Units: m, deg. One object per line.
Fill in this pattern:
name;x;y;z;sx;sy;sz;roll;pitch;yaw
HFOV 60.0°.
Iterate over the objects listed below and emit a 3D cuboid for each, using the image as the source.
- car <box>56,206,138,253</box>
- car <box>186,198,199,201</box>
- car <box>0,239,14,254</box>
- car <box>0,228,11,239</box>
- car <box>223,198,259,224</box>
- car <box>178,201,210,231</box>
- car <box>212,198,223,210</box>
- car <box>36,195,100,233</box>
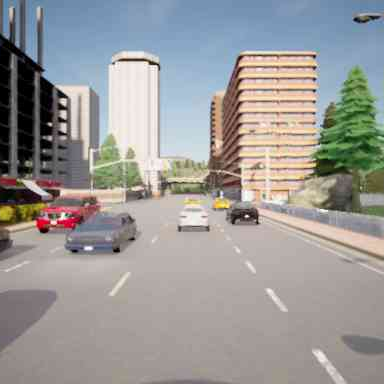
car;-3.503;1.527;13.948;2.033;1.411;5.357;0;0;0
car;0.099;1.420;39.111;1.882;1.535;5.008;0;0;0
car;-3.582;1.489;2.437;2.128;1.511;4.902;0;0;0
car;-7.049;1.534;9.045;2.033;1.411;5.357;0;0;0
car;3.603;1.442;24.307;1.882;1.535;5.008;0;0;0
car;0.102;1.496;20.369;1.812;1.442;4.674;0;0;0
car;3.601;1.418;41.056;1.882;1.535;5.008;0;0;0
car;-6.998;1.193;19.590;2.150;2.045;5.566;0;0;0
